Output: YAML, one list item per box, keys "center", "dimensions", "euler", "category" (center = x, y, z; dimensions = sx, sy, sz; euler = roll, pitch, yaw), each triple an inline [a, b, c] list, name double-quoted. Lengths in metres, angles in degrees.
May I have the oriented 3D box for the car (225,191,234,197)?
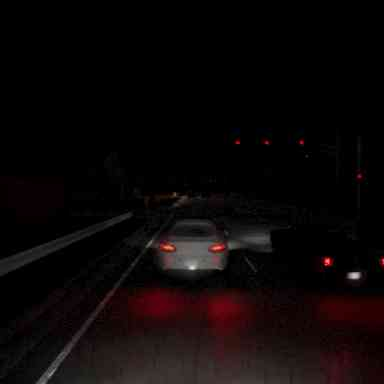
- center: [10.515, 0.577, 92.764]
  dimensions: [1.882, 1.535, 5.008]
  euler: [0, 0, 0]
  category: "car"

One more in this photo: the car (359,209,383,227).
- center: [7.068, 1.136, 9.899]
  dimensions: [2.150, 2.045, 5.566]
  euler: [0, 0, 0]
  category: "car"

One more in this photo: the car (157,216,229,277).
- center: [0.075, 1.447, 9.872]
  dimensions: [1.812, 1.442, 4.674]
  euler: [0, 0, 2]
  category: "car"

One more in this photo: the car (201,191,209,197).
- center: [3.515, 0.624, 92.766]
  dimensions: [2.128, 1.511, 4.902]
  euler: [0, 0, 0]
  category: "car"

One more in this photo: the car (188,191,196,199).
- center: [0.013, 0.881, 82.348]
  dimensions: [2.033, 1.411, 5.357]
  euler: [0, 0, 0]
  category: "car"

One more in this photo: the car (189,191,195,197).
- center: [0.015, 0.599, 92.766]
  dimensions: [1.837, 1.490, 4.892]
  euler: [0, 0, 0]
  category: "car"

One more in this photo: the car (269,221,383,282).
- center: [3.564, 1.525, 9.482]
  dimensions: [1.895, 1.301, 4.718]
  euler: [0, 0, 0]
  category: "car"

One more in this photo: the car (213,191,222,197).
- center: [7.015, 0.624, 92.765]
  dimensions: [2.128, 1.511, 4.902]
  euler: [0, 0, 0]
  category: "car"

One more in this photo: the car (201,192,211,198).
- center: [3.513, 0.694, 82.733]
  dimensions: [2.097, 1.767, 4.553]
  euler: [0, 0, 0]
  category: "car"

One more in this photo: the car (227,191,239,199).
- center: [10.513, 0.818, 82.346]
  dimensions: [1.882, 1.535, 5.008]
  euler: [0, 0, 0]
  category: "car"

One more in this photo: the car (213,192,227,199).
- center: [7.013, 0.693, 82.732]
  dimensions: [2.097, 1.767, 4.553]
  euler: [0, 0, 0]
  category: "car"
